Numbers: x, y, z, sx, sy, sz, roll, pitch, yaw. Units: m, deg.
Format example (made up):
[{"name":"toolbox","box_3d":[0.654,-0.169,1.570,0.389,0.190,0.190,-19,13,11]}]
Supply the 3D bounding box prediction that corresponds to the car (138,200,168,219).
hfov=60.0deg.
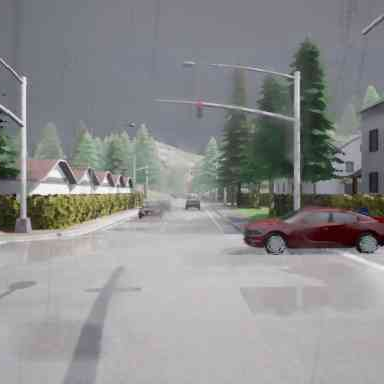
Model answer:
[{"name":"car","box_3d":[-3.493,1.572,29.348,1.994,1.385,4.181,0,0,0]}]

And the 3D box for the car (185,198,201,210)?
[{"name":"car","box_3d":[0.110,1.517,43.314,1.837,1.490,4.892,0,0,0]}]

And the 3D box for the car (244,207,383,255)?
[{"name":"car","box_3d":[4.369,1.299,11.866,5.008,1.535,1.882,0,0,0]}]

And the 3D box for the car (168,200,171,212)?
[{"name":"car","box_3d":[-3.491,1.612,39.343,1.895,1.301,4.718,0,0,0]}]
